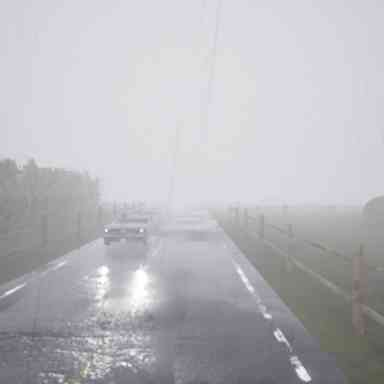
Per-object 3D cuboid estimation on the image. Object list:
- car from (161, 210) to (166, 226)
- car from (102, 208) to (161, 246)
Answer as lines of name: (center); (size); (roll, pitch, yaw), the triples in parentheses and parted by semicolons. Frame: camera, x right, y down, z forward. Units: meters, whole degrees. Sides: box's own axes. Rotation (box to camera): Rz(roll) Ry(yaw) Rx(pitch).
car: (-2.758, 1.666, 21.011); (1.895, 1.301, 4.718); (0, 0, 0)
car: (-2.761, 1.652, 15.646); (1.895, 1.301, 4.718); (0, 0, 0)
